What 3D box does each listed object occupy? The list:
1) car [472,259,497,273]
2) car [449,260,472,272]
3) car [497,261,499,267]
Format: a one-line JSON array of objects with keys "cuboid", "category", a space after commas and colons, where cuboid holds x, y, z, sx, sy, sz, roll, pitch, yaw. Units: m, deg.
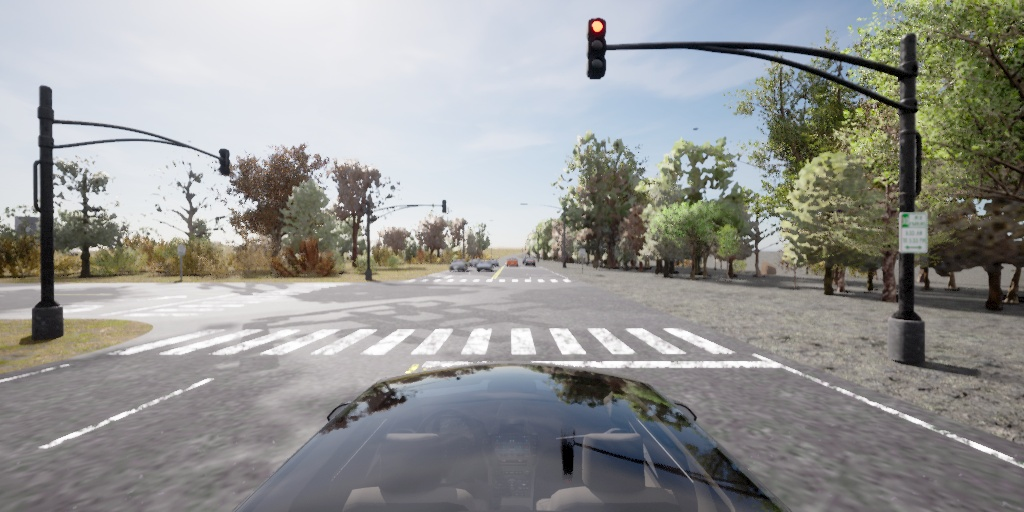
[{"cuboid": [-3.333, 1.268, 44.420, 2.033, 1.411, 5.357, 0, 0, 0], "category": "car"}, {"cuboid": [-6.580, 1.212, 44.404, 2.128, 1.511, 4.902, 0, 0, 0], "category": "car"}, {"cuboid": [-3.286, 1.275, 62.409, 1.994, 1.385, 4.181, 0, 0, 0], "category": "car"}]
